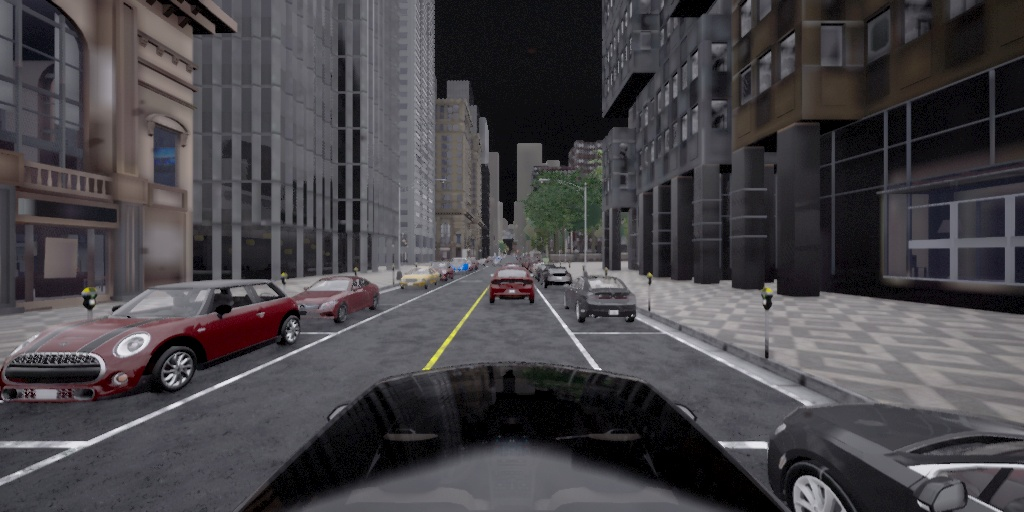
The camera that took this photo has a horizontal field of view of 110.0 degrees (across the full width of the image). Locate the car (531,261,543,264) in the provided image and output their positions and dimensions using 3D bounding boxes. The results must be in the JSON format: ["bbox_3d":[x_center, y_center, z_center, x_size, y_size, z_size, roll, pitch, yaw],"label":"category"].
[{"bbox_3d":[2.763,1.302,28.369,1.948,1.339,4.313,0,0,0],"label":"car"}]

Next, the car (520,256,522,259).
[{"bbox_3d":[2.763,1.035,55.803,2.192,1.841,5.009,0,0,0],"label":"car"}]

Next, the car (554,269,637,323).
[{"bbox_3d":[2.763,1.295,11.909,2.007,1.370,4.403,0,0,0],"label":"car"}]

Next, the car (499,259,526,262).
[{"bbox_3d":[0.000,1.268,31.500,1.812,1.442,4.674,0,0,0],"label":"car"}]

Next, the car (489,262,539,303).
[{"bbox_3d":[0.000,1.229,16.499,1.882,1.535,5.008,0,0,0],"label":"car"}]

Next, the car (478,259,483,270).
[{"bbox_3d":[-5.763,1.038,50.331,2.192,1.841,5.009,0,0,0],"label":"car"}]

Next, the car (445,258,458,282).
[{"bbox_3d":[-5.763,1.176,28.381,1.967,1.591,4.097,0,0,0],"label":"car"}]

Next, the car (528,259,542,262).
[{"bbox_3d":[2.763,1.258,34.026,1.751,1.417,4.829,0,0,0],"label":"car"}]

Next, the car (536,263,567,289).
[{"bbox_3d":[2.763,1.305,22.883,1.948,1.339,4.313,0,0,0],"label":"car"}]

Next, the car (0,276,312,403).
[{"bbox_3d":[-5.763,1.186,6.429,1.967,1.591,4.097,0,0,0],"label":"car"}]

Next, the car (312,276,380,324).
[{"bbox_3d":[-5.763,1.327,11.917,1.802,1.307,4.207,0,0,0],"label":"car"}]

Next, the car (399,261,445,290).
[{"bbox_3d":[-5.762,1.264,22.723,1.751,1.417,4.829,0,0,0],"label":"car"}]

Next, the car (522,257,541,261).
[{"bbox_3d":[2.763,1.041,44.829,2.192,1.841,5.009,0,0,0],"label":"car"}]

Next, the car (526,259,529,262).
[{"bbox_3d":[2.763,1.312,39.343,1.802,1.307,4.207,0,0,0],"label":"car"}]

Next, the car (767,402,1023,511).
[{"bbox_3d":[2.763,1.297,0.934,2.007,1.370,4.403,0,0,0],"label":"car"}]

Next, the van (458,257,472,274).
[{"bbox_3d":[-5.763,1.070,39.356,1.690,1.789,3.998,0,0,0],"label":"van"}]

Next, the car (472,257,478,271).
[{"bbox_3d":[-5.763,1.166,44.843,1.967,1.591,4.097,0,0,0],"label":"car"}]
